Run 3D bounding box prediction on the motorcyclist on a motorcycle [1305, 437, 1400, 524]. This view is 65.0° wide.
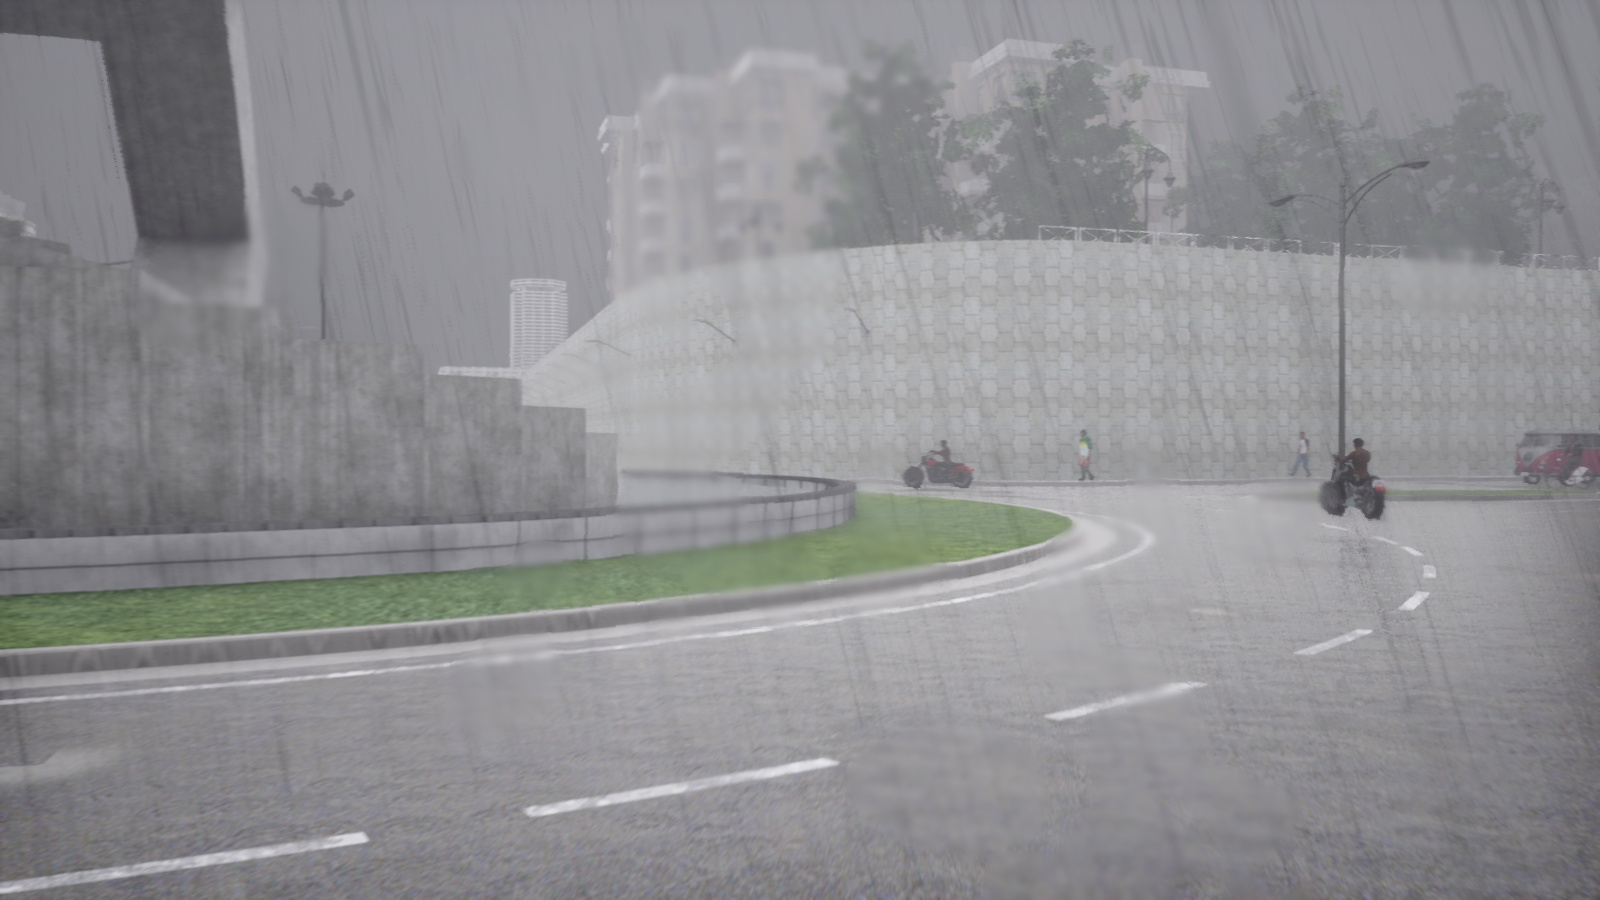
[{"bbox_3d":[11.031,0.578,25.168,0.766,1.649,2.350,0,0,-2],"label":"motorcyclist on a motorcycle"}]

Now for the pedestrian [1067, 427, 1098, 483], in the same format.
[{"bbox_3d":[9.952,0.172,44.294,0.873,1.952,0.659,0,0,-13],"label":"pedestrian"}]

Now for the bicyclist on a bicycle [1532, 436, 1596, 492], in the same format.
[{"bbox_3d":[24.305,0.443,39.950,1.843,1.776,0.659,0,0,-16],"label":"bicyclist on a bicycle"}]

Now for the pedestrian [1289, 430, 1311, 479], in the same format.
[{"bbox_3d":[18.775,0.175,47.134,0.706,1.836,0.354,0,0,-20],"label":"pedestrian"}]

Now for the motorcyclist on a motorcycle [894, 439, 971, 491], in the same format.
[{"bbox_3d":[4.307,0.475,40.826,2.350,1.649,0.766,0,-1,21],"label":"motorcyclist on a motorcycle"}]

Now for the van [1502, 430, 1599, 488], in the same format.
[{"bbox_3d":[27.389,0.306,44.509,4.442,1.987,1.775,0,0,-16],"label":"van"}]
